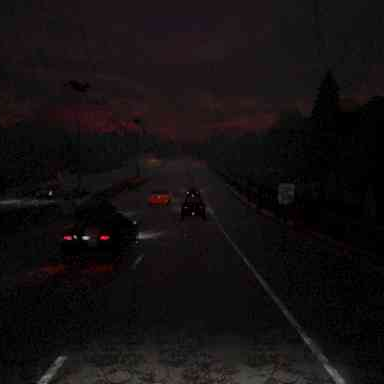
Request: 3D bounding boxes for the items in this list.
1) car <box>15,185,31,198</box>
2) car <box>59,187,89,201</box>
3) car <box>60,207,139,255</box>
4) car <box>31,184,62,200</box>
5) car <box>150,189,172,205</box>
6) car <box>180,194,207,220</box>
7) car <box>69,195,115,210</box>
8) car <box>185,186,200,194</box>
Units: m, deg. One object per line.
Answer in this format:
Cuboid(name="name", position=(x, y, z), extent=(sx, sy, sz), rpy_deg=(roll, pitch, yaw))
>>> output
Cuboid(name="car", position=(-21.077, -0.107, 43.315), extent=(2.128, 1.511, 4.902), rpy_deg=(0, 6, 0))
Cuboid(name="car", position=(-14.084, 0.256, 40.591), extent=(1.994, 1.385, 4.181), rpy_deg=(0, 6, 0))
Cuboid(name="car", position=(-3.400, 1.527, 13.177), extent=(2.033, 1.411, 5.357), rpy_deg=(0, 0, 0))
Cuboid(name="car", position=(-17.583, -0.043, 41.437), extent=(2.097, 1.767, 4.553), rpy_deg=(0, 6, 0))
Cuboid(name="car", position=(-3.399, 0.403, 36.690), extent=(2.097, 1.767, 4.553), rpy_deg=(0, 5, 0))
Cuboid(name="car", position=(0.099, 1.226, 25.936), extent=(2.128, 1.511, 4.902), rpy_deg=(0, 3, 0))
Cuboid(name="car", position=(-6.899, 1.286, 24.127), extent=(1.882, 1.535, 5.008), rpy_deg=(0, 2, 0))
Cuboid(name="car", position=(0.104, -0.118, 44.410), extent=(1.895, 1.301, 4.718), rpy_deg=(0, 7, 0))
